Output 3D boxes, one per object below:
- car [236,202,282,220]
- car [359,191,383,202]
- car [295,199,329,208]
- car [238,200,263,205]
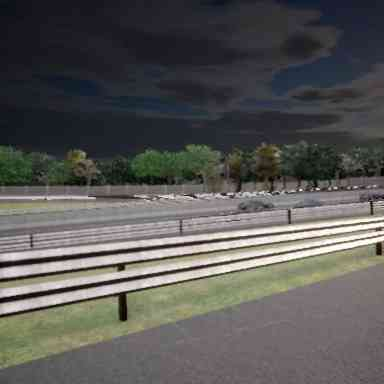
[{"bbox_3d":[6.952,2.109,34.076,4.718,1.301,1.895,-3,2,-23],"label":"car"},{"bbox_3d":[27.601,0.627,50.476,4.902,1.511,2.128,-3,2,-23],"label":"car"},{"bbox_3d":[14.922,1.531,41.274,4.181,1.385,1.994,-3,2,-23],"label":"car"},{"bbox_3d":[8.084,1.748,42.166,4.892,1.490,1.837,-3,2,-23],"label":"car"}]
